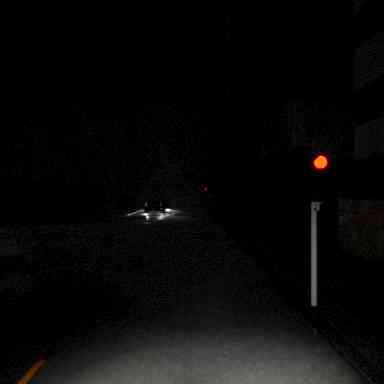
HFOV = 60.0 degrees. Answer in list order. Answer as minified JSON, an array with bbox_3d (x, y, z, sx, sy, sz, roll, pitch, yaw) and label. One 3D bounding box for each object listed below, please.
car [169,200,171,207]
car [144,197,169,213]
[{"bbox_3d":[-4.094,1.616,47.689,1.895,1.301,4.718,0,0,0],"label":"car"},{"bbox_3d":[-4.110,1.364,37.628,2.097,1.767,4.553,0,0,0],"label":"car"}]
